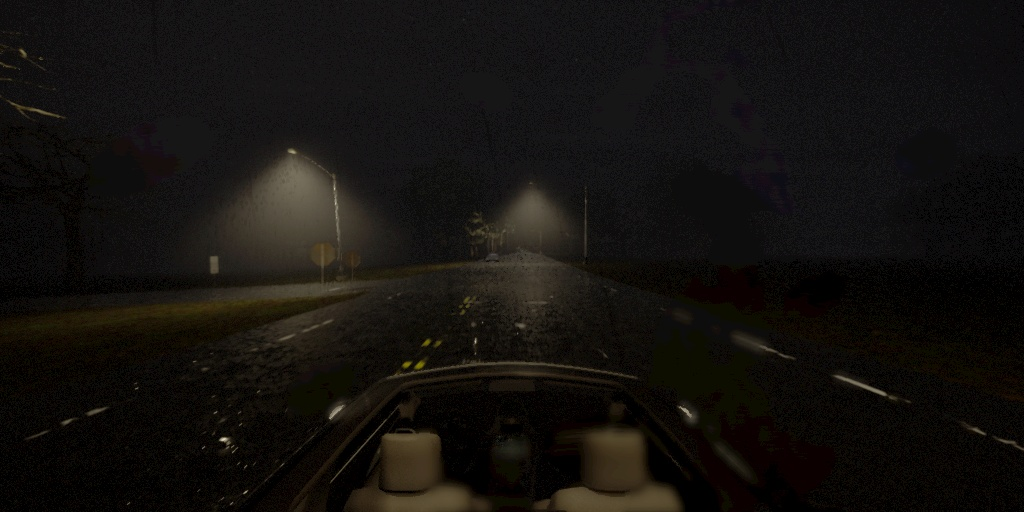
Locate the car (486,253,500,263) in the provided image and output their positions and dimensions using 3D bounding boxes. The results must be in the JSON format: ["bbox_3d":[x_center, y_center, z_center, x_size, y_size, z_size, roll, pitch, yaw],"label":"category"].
[{"bbox_3d":[-2.751,0.256,53.913,2.033,1.411,5.357,0,1,2],"label":"car"}]
